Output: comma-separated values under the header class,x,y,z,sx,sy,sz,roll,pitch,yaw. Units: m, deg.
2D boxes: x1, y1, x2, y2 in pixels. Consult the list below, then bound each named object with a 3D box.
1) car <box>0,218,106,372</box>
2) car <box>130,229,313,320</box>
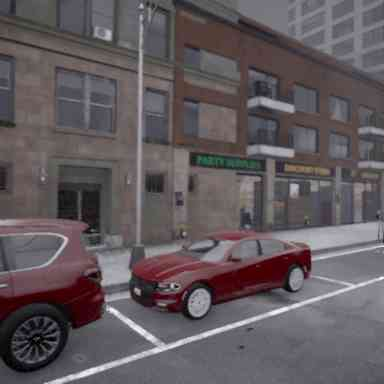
class,x,y,z,sx,sy,sz,roll,pitch,yaw
car,-3.597,1.330,4.154,5.009,1.841,2.192,0,1,-36
car,0.823,1.571,7.396,4.507,1.381,1.887,0,1,-36
